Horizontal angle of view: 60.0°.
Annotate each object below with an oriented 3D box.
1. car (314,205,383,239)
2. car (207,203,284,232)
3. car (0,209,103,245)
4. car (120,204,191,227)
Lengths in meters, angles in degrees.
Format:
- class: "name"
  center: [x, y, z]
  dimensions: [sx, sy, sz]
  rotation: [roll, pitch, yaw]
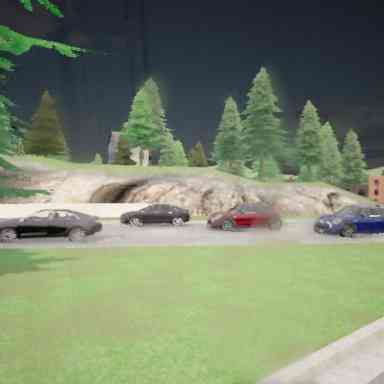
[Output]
- class: "car"
  center: [9.106, 1.525, 18.390]
  dimensions: [4.553, 1.767, 2.097]
  rotation: [0, 0, -14]
- class: "car"
  center: [3.255, 1.499, 20.739]
  dimensions: [4.553, 1.767, 2.097]
  rotation: [0, 0, -10]
- class: "car"
  center: [-6.667, 1.540, 15.482]
  dimensions: [4.902, 1.511, 2.128]
  rotation: [1, 0, -10]
- class: "car"
  center: [-2.526, 1.628, 23.279]
  dimensions: [4.892, 1.490, 1.837]
  rotation: [0, 0, -9]
